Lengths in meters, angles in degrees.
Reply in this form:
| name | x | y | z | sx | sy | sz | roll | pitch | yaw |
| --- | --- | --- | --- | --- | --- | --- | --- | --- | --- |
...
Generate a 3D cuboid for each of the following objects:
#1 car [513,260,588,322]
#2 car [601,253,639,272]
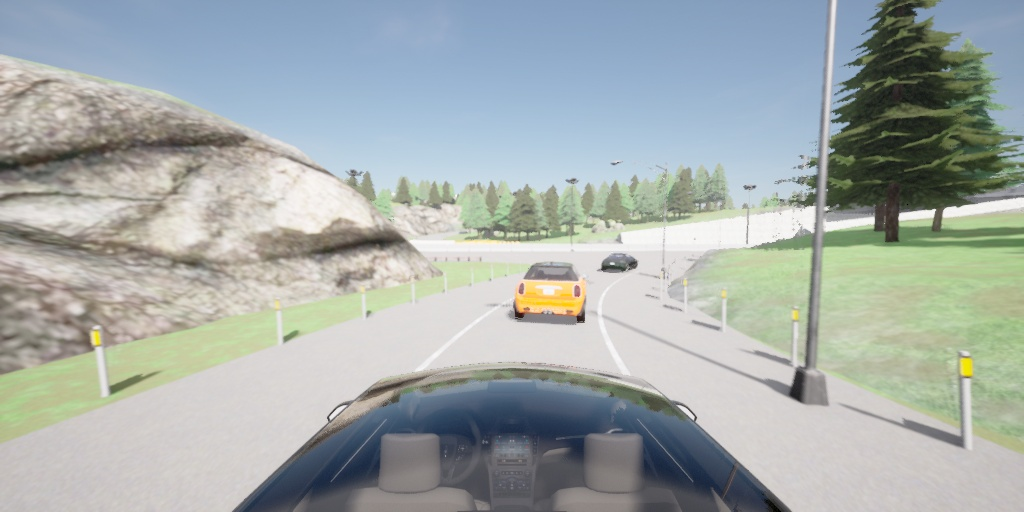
| name | x | y | z | sx | sy | sz | roll | pitch | yaw |
| --- | --- | --- | --- | --- | --- | --- | --- | --- | --- |
| car | 1.454 | 0.963 | 12.114 | 2.097 | 1.767 | 4.553 | 1 | 2 | 12 |
| car | 8.649 | 0.438 | 28.522 | 1.994 | 1.385 | 4.181 | 3 | 4 | 34 |
